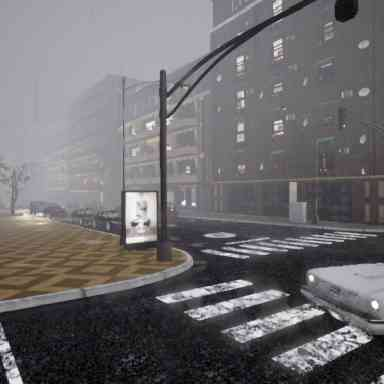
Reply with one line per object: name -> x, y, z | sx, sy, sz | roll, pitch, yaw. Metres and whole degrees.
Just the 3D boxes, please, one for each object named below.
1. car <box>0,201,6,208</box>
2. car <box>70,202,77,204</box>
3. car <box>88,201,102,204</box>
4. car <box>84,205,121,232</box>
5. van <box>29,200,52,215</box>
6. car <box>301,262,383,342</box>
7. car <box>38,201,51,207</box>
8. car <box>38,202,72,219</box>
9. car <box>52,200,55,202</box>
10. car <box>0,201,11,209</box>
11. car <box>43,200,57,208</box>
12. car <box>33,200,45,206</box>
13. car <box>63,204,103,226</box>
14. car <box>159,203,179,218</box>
car -> -44.641, 2.861, 77.329 | 1.887, 1.381, 4.507 | -2, 0, -36
car -> -21.530, 2.423, 59.679 | 1.802, 1.307, 4.206 | -2, 0, -36
car -> -15.001, 2.118, 50.657 | 1.967, 1.590, 4.097 | -2, 0, -36
car -> -5.576, 1.887, 23.105 | 2.008, 1.369, 4.403 | -2, 0, -36
van -> -19.834, 2.034, 42.982 | 1.690, 1.788, 3.998 | -2, 0, -36
car -> 4.363, 1.600, 5.698 | 4.718, 1.301, 1.895 | 0, 0, -14
car -> -34.586, 2.734, 77.728 | 1.947, 1.339, 4.313 | -2, 0, -36
car -> -14.916, 2.114, 36.094 | 1.887, 1.381, 4.507 | -2, 0, -36
car -> -25.375, 2.469, 60.589 | 1.994, 1.385, 4.181 | -1, -1, -36
car -> -38.113, 2.702, 68.305 | 2.008, 1.369, 4.403 | -2, 0, -36
car -> -31.326, 2.526, 73.216 | 1.967, 1.590, 4.097 | -2, 0, -36
car -> -37.851, 2.796, 82.241 | 1.887, 1.381, 4.507 | -2, 0, -36
car -> -8.840, 1.968, 27.617 | 2.008, 1.369, 4.403 | -2, 0, -36
car -> -3.154, 1.823, 34.492 | 1.967, 1.590, 4.097 | -2, 0, -36
